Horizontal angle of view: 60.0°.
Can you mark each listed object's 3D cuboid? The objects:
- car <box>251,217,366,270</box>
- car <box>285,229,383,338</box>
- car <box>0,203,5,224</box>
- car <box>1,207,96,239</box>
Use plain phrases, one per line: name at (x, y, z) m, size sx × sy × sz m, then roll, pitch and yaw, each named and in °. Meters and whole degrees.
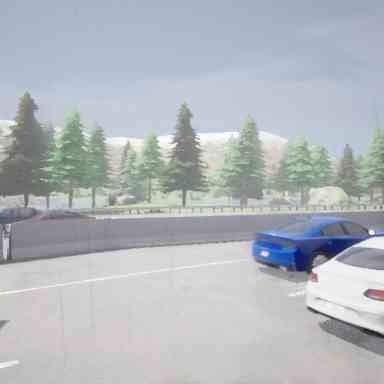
car at (4.101, 1.477, 9.981) m, size 5.008 × 1.535 × 1.882 m, roll 0°, pitch 0°, yaw -28°
car at (4.089, 1.526, 6.016) m, size 4.674 × 1.442 × 1.812 m, roll 0°, pitch 0°, yaw -30°
car at (-15.543, 1.526, 22.679) m, size 4.674 × 1.442 × 1.812 m, roll 0°, pitch 0°, yaw -35°
car at (-6.656, 1.564, 16.029) m, size 4.181 × 1.385 × 1.994 m, roll 0°, pitch 0°, yaw -32°
